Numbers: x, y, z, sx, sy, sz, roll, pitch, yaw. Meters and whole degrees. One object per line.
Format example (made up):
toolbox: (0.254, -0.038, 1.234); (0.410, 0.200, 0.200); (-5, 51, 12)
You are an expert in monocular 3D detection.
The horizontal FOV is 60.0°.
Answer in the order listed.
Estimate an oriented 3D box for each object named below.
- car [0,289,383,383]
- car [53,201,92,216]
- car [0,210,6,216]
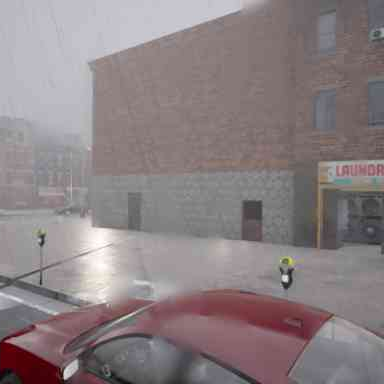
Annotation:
car: (0.102, 1.544, 2.727); (4.507, 1.381, 1.887); (0, 1, 36)
car: (-13.533, 1.866, 38.327); (1.837, 1.490, 4.892); (1, 0, 36)
car: (-19.608, 1.826, 29.908); (1.895, 1.301, 4.718); (1, 0, 37)
